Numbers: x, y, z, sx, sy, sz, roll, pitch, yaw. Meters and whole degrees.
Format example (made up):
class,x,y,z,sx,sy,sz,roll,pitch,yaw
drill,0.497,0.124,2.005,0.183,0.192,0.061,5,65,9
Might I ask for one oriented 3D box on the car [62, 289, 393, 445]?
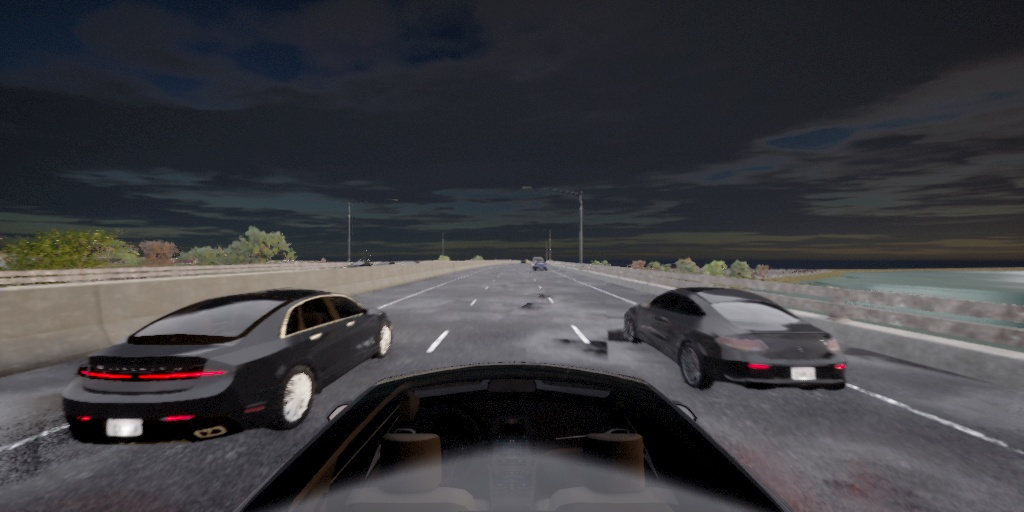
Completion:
class,x,y,z,sx,sy,sz,roll,pitch,yaw
car,-3.390,1.262,5.566,1.837,1.490,4.892,0,0,0

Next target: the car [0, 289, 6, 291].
class,x,y,z,sx,sy,sz,roll,pitch,yaw
car,-14.082,1.224,7.252,1.882,1.535,5.008,0,0,0

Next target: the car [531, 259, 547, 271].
class,x,y,z,sx,sy,sz,roll,pitch,yaw
car,4.250,1.494,53.446,1.812,1.442,4.674,0,0,2

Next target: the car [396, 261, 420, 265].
class,x,y,z,sx,sy,sz,roll,pitch,yaw
car,-13.447,1.395,48.396,1.882,1.535,5.008,0,0,2

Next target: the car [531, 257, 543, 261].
class,x,y,z,sx,sy,sz,roll,pitch,yaw
car,4.608,1.256,64.394,2.150,2.045,5.566,0,0,2

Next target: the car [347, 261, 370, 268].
class,x,y,z,sx,sy,sz,roll,pitch,yaw
car,-20.440,1.387,48.609,1.882,1.535,5.008,0,0,2

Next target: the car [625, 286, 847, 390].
class,x,y,z,sx,sy,sz,roll,pitch,yaw
car,3.612,1.297,6.746,1.812,1.442,4.674,0,0,0

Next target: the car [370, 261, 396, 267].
class,x,y,z,sx,sy,sz,roll,pitch,yaw
car,-16.942,1.418,48.513,1.837,1.490,4.892,0,0,2
